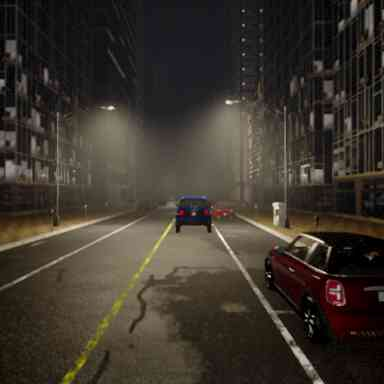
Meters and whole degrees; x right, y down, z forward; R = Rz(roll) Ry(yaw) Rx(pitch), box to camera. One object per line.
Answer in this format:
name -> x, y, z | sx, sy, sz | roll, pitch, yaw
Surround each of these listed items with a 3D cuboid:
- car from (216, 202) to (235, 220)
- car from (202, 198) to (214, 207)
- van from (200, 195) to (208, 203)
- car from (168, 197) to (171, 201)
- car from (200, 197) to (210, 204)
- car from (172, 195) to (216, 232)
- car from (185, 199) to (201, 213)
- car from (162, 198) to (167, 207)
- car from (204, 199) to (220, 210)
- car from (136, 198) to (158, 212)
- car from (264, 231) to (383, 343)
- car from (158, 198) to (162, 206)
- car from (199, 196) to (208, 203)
car -> 2.692, 1.671, 29.271 | 1.887, 1.381, 4.507 | 0, 0, 0
car -> 2.692, 1.790, 57.732 | 1.947, 1.339, 4.313 | 0, 0, 0
van -> 2.693, 1.616, 74.811 | 1.690, 1.788, 3.998 | 0, 0, 0
car -> -5.689, 1.809, 63.433 | 1.947, 1.339, 4.313 | 0, 0, 0
car -> 2.692, 1.825, 69.116 | 1.947, 1.339, 4.313 | 0, 0, 0
car -> 0.101, 1.317, 21.205 | 2.150, 2.045, 5.566 | 0, 0, 0
car -> 0.100, 1.673, 41.024 | 1.837, 1.490, 4.892 | 0, 0, 0
car -> -5.688, 1.770, 57.740 | 1.887, 1.381, 4.507 | 0, 0, 0
car -> 2.692, 1.753, 46.348 | 1.947, 1.339, 4.313 | 0, 0, 0
car -> -5.688, 1.713, 40.662 | 1.887, 1.381, 4.507 | 0, 0, 0
car -> 2.692, 1.470, 6.502 | 1.967, 1.590, 4.097 | 0, 0, 0
car -> -5.688, 1.769, 46.356 | 1.802, 1.307, 4.206 | 0, 0, 0
car -> 2.693, 1.730, 80.502 | 1.967, 1.590, 4.097 | 0, 0, 0
